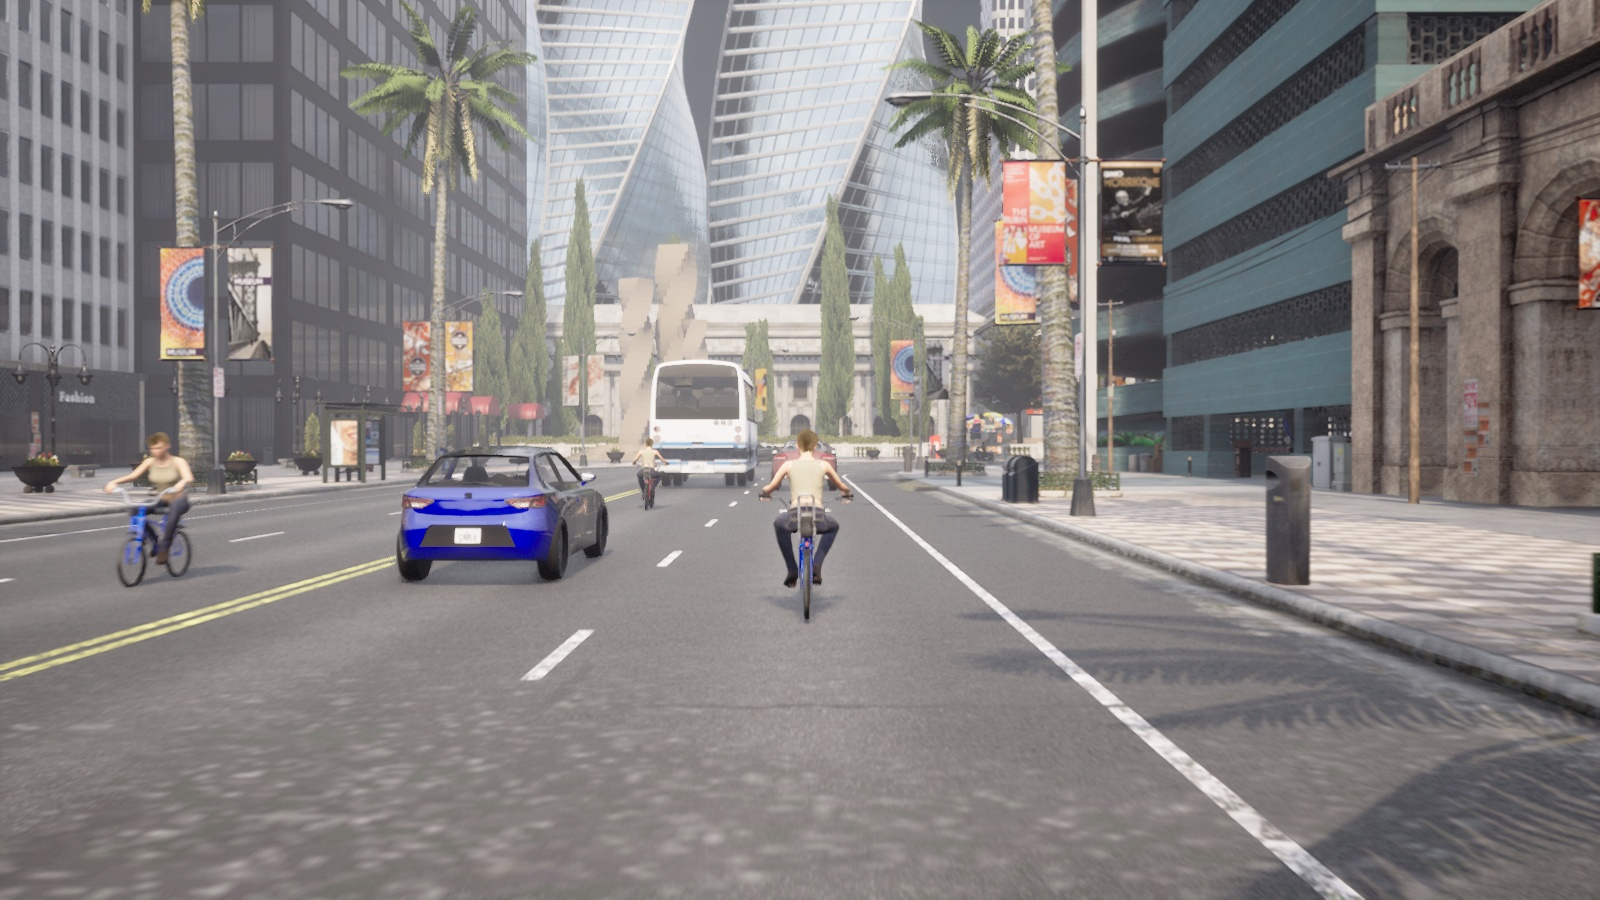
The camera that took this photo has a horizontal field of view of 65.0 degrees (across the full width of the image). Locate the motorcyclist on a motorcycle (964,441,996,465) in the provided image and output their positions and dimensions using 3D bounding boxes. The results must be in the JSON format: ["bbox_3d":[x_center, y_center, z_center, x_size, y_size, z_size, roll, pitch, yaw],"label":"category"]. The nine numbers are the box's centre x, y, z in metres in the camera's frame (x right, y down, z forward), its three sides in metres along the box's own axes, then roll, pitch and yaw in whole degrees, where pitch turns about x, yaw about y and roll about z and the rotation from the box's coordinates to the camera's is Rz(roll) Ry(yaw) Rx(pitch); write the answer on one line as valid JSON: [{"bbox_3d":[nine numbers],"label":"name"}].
[{"bbox_3d":[12.927,0.199,90.160,2.350,1.649,0.766,0,1,-30],"label":"motorcyclist on a motorcycle"}]

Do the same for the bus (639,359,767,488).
[{"bbox_3d":[-3.337,-0.895,46.621,3.944,4.253,10.273,0,0,0],"label":"bus"}]

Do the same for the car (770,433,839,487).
[{"bbox_3d":[0.146,0.292,41.378,2.152,1.651,5.027,0,0,0],"label":"car"}]

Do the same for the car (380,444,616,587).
[{"bbox_3d":[-3.436,0.672,15.090,1.816,1.474,4.193,0,0,0],"label":"car"}]

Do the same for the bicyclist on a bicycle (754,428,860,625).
[{"bbox_3d":[0.057,0.621,11.015,0.866,1.612,1.509,0,0,0],"label":"bicyclist on a bicycle"}]

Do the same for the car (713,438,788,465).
[{"bbox_3d":[-3.109,0.076,79.308,2.152,1.651,5.027,0,0,35],"label":"car"}]

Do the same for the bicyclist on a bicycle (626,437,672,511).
[{"bbox_3d":[-3.390,0.521,28.344,0.866,1.612,1.509,0,0,0],"label":"bicyclist on a bicycle"}]

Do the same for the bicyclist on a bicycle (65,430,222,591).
[{"bbox_3d":[-6.936,0.602,13.358,0.866,1.612,1.509,0,0,0],"label":"bicyclist on a bicycle"}]
